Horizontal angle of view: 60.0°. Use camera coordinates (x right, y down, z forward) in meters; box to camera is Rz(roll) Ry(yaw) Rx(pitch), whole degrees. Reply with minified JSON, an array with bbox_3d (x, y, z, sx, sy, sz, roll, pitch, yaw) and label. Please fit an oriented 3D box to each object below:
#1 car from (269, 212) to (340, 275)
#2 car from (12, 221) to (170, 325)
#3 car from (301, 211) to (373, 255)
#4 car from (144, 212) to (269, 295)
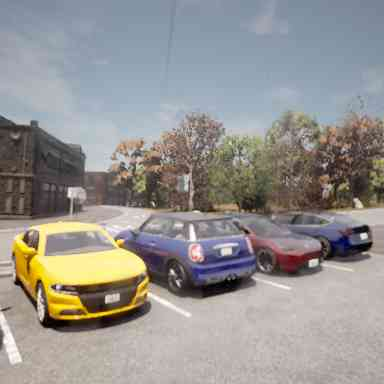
[{"bbox_3d":[1.805,1.459,10.680,2.163,1.488,4.792,-1,0,-35],"label":"car"},{"bbox_3d":[-2.752,1.473,7.485,2.097,1.535,5.008,0,0,-35],"label":"car"},{"bbox_3d":[4.041,1.434,12.340,2.163,1.488,4.792,-1,0,-35],"label":"car"},{"bbox_3d":[-0.466,1.329,9.064,2.185,1.767,4.553,0,0,-35],"label":"car"}]
